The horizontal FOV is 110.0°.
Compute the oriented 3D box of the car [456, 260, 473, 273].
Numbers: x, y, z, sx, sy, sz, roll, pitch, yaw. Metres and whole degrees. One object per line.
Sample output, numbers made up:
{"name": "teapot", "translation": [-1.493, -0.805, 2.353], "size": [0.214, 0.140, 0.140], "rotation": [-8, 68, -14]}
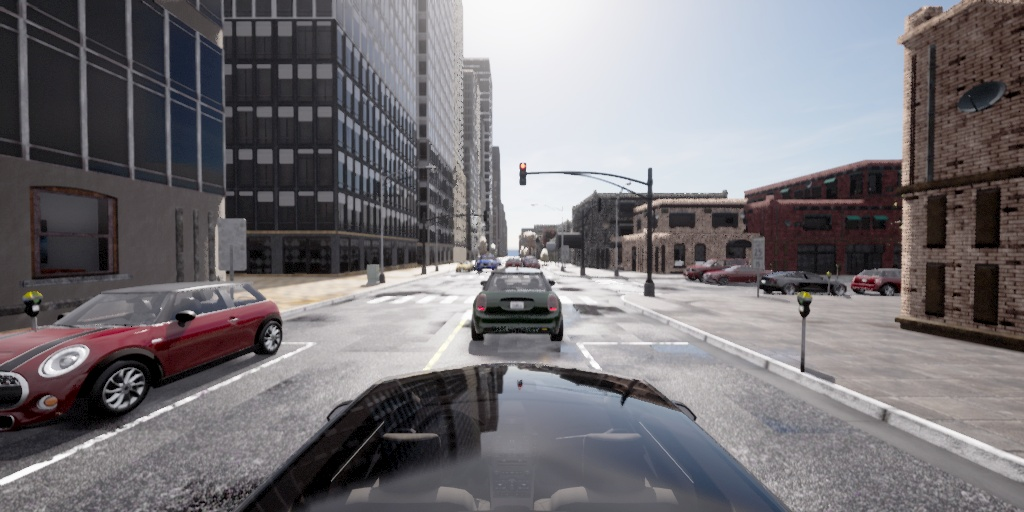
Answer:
{"name": "car", "translation": [-5.726, 1.219, 43.437], "size": [1.751, 1.417, 4.829], "rotation": [0, 0, 0]}

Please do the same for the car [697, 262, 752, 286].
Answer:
{"name": "car", "translation": [16.541, 1.389, 26.261], "size": [4.674, 1.442, 1.812], "rotation": [1, 1, 1]}

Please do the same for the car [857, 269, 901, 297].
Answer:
{"name": "car", "translation": [22.005, 1.453, 20.396], "size": [4.097, 1.591, 1.967], "rotation": [0, 0, 1]}

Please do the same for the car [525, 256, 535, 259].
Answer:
{"name": "car", "translation": [2.807, 1.127, 49.175], "size": [1.967, 1.591, 4.097], "rotation": [0, 0, 0]}

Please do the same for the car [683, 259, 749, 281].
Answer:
{"name": "car", "translation": [16.585, 1.135, 28.859], "size": [5.009, 1.841, 2.192], "rotation": [0, 0, 1]}

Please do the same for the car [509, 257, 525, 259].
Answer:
{"name": "car", "translation": [0.209, 1.043, 46.196], "size": [2.097, 1.767, 4.553], "rotation": [0, 0, 0]}

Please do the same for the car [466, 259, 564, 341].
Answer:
{"name": "car", "translation": [0.155, 1.091, 9.952], "size": [2.097, 1.767, 4.553], "rotation": [0, 0, 1]}

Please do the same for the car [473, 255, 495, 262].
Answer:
{"name": "car", "translation": [-2.991, 0.917, 43.420], "size": [2.150, 2.045, 5.566], "rotation": [0, 0, 0]}

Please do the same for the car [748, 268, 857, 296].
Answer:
{"name": "car", "translation": [16.458, 1.526, 20.481], "size": [4.313, 1.339, 1.948], "rotation": [0, 0, 1]}

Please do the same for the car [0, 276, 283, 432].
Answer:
{"name": "car", "translation": [-5.682, 1.184, 5.660], "size": [1.967, 1.591, 4.097], "rotation": [0, 0, 0]}
